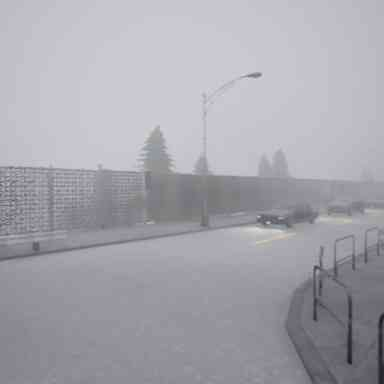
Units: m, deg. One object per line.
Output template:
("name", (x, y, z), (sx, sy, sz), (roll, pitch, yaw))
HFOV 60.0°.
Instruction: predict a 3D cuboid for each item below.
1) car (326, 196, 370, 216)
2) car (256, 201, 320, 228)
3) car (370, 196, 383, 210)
("car", (13.001, 1.125, 28.027), (1.882, 1.535, 5.008), (0, 1, 43))
("car", (6.044, 1.299, 20.497), (2.033, 1.411, 5.357), (0, 1, 43))
("car", (20.201, 1.087, 35.803), (2.033, 1.411, 5.357), (0, 1, 43))
